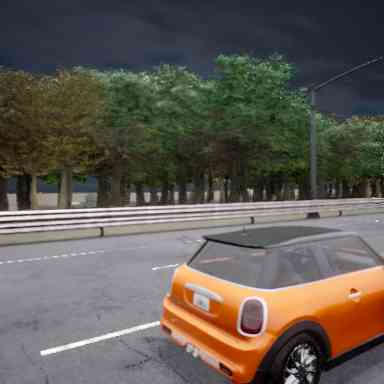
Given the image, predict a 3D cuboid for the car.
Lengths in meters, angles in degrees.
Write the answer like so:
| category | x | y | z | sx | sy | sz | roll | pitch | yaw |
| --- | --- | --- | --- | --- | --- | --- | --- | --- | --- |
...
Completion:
| category | x | y | z | sx | sy | sz | roll | pitch | yaw |
| --- | --- | --- | --- | --- | --- | --- | --- | --- | --- |
| car | 1.865 | 1.309 | 5.167 | 4.553 | 1.767 | 2.097 | -1 | 0 | -34 |
